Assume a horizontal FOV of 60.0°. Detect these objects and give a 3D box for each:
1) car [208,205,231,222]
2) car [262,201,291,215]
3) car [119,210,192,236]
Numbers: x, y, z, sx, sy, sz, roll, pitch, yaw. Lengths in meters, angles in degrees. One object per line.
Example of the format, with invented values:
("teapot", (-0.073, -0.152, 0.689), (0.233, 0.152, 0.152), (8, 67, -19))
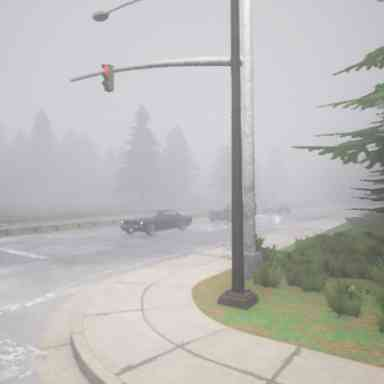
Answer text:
("car", (3.237, 1.740, 27.361), (1.895, 1.301, 4.718), (-1, -1, 35))
("car", (9.188, 1.666, 35.848), (1.812, 1.442, 4.674), (-1, -1, 36))
("car", (-2.039, 1.738, 19.705), (1.895, 1.301, 4.718), (-1, -1, 35))
